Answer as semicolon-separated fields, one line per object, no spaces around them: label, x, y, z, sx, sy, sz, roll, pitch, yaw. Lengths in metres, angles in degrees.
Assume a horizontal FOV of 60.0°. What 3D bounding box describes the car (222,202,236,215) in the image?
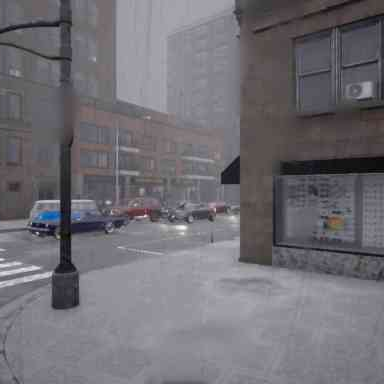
car;2.276;1.575;33.364;1.887;1.381;4.507;0;0;36

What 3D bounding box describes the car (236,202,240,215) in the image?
car;5.917;1.385;33.678;2.097;1.767;4.553;0;0;36

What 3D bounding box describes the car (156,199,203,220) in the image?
car;-1.002;1.466;28.829;1.967;1.590;4.097;0;0;36

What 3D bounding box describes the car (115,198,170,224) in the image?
car;-4.279;1.337;24.293;2.192;1.841;5.009;0;0;36

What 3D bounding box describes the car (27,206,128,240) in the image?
car;-5.920;1.617;17.353;1.895;1.301;4.718;0;0;37

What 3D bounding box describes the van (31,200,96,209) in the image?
van;-7.556;1.358;19.757;1.690;1.788;3.998;0;0;36

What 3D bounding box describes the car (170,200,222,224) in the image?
car;0.046;1.530;25.568;1.837;1.490;4.892;0;0;36
